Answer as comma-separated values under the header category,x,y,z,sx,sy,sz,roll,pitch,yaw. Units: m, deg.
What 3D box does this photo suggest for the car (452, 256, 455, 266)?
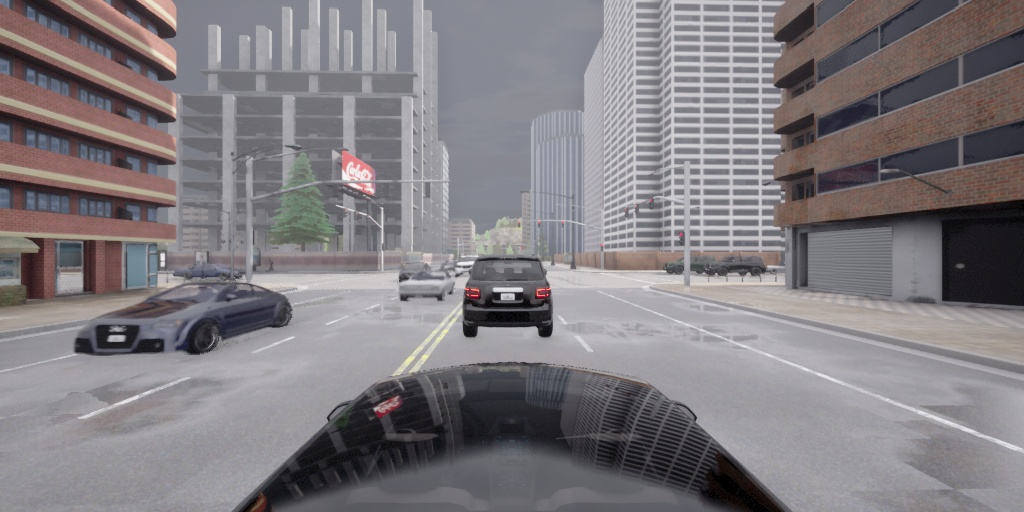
category,x,y,z,sx,sy,sz,roll,pitch,yaw
car,-4.278,0.968,35.816,2.150,2.045,5.566,0,0,-1

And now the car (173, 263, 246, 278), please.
category,x,y,z,sx,sy,sz,roll,pitch,yaw
car,-25.618,1.297,30.627,5.357,1.411,2.033,0,0,-1

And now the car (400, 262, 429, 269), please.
category,x,y,z,sx,sy,sz,roll,pitch,yaw
car,-7.637,1.254,28.777,1.837,1.490,4.892,0,0,-1

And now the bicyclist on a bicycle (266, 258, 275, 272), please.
category,x,y,z,sx,sy,sz,roll,pitch,yaw
bicyclist on a bicycle,-28.696,1.051,42.535,0.582,1.620,1.656,0,0,-1

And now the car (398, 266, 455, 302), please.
category,x,y,z,sx,sy,sz,roll,pitch,yaw
car,-3.897,1.351,17.045,1.895,1.301,4.718,0,0,-1

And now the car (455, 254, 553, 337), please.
category,x,y,z,sx,sy,sz,roll,pitch,yaw
car,-0.118,0.971,10.407,2.150,2.045,5.566,0,0,-1

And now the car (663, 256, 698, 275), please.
category,x,y,z,sx,sy,sz,roll,pitch,yaw
car,19.393,0.972,38.985,5.566,2.045,2.150,0,0,-1

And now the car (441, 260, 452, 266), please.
category,x,y,z,sx,sy,sz,roll,pitch,yaw
car,-7.994,1.241,46.391,2.128,1.511,4.902,0,0,-1

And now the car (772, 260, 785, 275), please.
category,x,y,z,sx,sy,sz,roll,pitch,yaw
car,29.523,1.351,39.234,4.718,1.301,1.895,0,0,-1

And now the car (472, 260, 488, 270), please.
category,x,y,z,sx,sy,sz,roll,pitch,yaw
car,-4.622,1.297,52.789,2.033,1.411,5.357,0,0,-1

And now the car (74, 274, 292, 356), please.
category,x,y,z,sx,sy,sz,roll,pitch,yaw
car,-7.223,1.314,8.508,1.994,1.385,4.181,0,0,-1

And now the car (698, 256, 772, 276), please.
category,x,y,z,sx,sy,sz,roll,pitch,yaw
car,22.003,0.971,35.555,5.566,2.045,2.150,0,0,-2
